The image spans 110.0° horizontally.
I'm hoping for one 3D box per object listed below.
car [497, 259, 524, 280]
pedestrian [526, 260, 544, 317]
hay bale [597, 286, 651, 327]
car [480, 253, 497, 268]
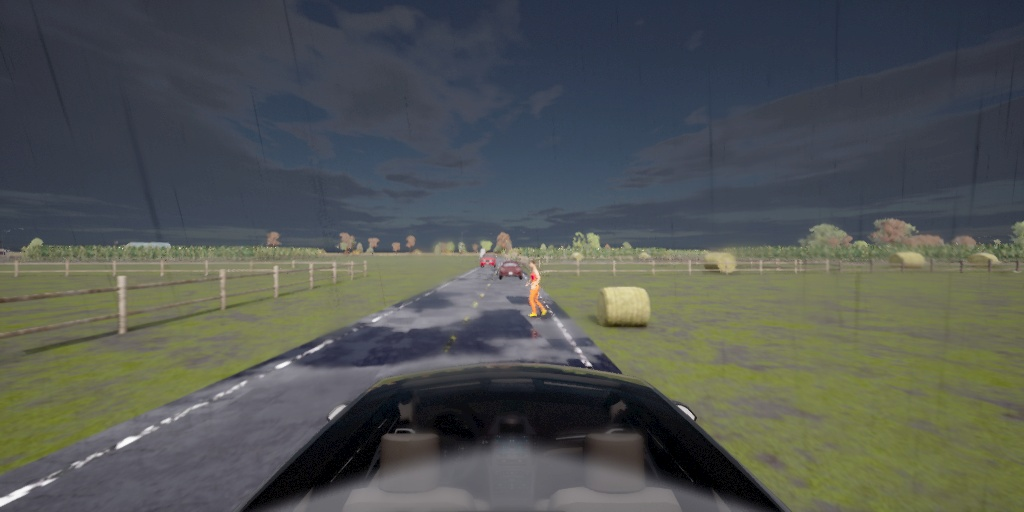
[{"bbox_3d":[-0.111,1.105,29.271,1.812,1.442,4.674,0,0,0],"label":"car"},{"bbox_3d":[0.731,0.986,11.352,0.375,1.860,0.375,0,1,2],"label":"pedestrian"},{"bbox_3d":[3.107,1.354,10.131,1.220,1.180,1.240,0,0,0],"label":"hay bale"},{"bbox_3d":[-3.445,0.646,52.505,2.150,2.045,5.566,0,0,-1],"label":"car"}]
